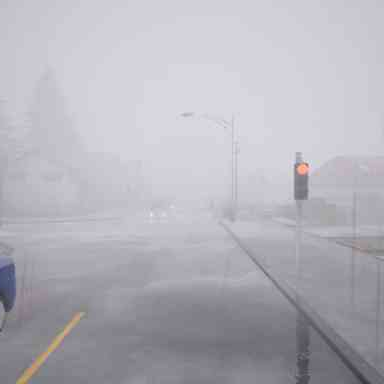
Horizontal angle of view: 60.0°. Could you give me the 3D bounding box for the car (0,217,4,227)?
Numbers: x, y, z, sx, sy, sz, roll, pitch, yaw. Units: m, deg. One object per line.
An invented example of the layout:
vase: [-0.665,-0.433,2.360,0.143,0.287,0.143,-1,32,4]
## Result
car: [-12.851,1.601,17.872,4.718,1.301,1.895,0,0,0]

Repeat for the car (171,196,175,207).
car: [-4.087,1.525,50.822,1.812,1.442,4.674,0,0,0]

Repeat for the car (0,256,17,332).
car: [-3.952,1.477,3.591,1.882,1.535,5.008,0,0,2]

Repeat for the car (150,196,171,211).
car: [-4.093,1.505,41.611,1.837,1.490,4.892,0,0,0]
